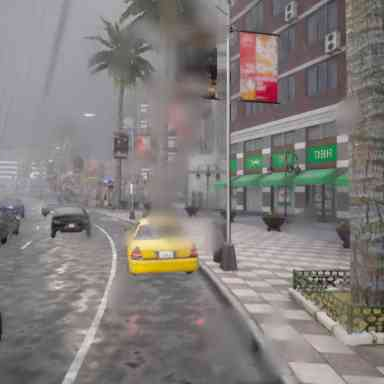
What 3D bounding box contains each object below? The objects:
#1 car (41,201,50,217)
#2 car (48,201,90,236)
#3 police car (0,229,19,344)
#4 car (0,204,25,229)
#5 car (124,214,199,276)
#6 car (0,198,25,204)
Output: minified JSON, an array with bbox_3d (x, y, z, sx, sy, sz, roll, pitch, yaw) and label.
[{"bbox_3d":[-13.288,1.554,31.883,1.994,1.385,4.181,0,0,-26],"label":"car"},{"bbox_3d":[-6.779,1.472,18.438,1.882,1.535,5.008,0,0,-22],"label":"car"},{"bbox_3d":[-3.211,1.422,2.322,1.930,1.638,5.238,0,0,-4],"label":"police car"},{"bbox_3d":[-9.437,1.540,15.736,2.033,1.411,5.357,0,0,-20],"label":"car"},{"bbox_3d":[-1.121,1.456,10.384,1.801,1.575,5.366,0,0,-11],"label":"car"},{"bbox_3d":[-16.401,1.337,30.282,2.097,1.767,4.553,0,0,-27],"label":"car"}]
